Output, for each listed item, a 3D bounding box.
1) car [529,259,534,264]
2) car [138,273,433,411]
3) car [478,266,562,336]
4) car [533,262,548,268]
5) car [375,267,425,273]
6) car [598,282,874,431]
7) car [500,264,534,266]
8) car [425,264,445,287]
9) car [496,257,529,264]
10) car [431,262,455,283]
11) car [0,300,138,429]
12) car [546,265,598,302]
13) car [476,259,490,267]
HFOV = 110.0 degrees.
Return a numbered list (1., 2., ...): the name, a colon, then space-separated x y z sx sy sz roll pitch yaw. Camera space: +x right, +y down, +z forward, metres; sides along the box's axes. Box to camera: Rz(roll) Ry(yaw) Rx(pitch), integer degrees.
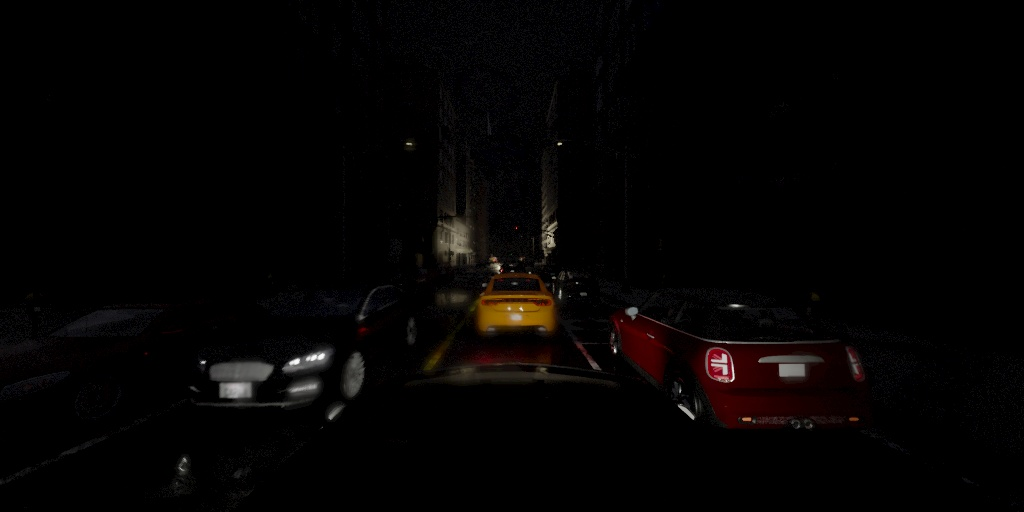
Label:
1. car: 3.013 1.232 64.693 1.967 1.591 4.097 0 0 0
2. car: -3.090 1.241 6.467 2.128 1.511 4.902 0 0 0
3. car: 0.114 1.228 10.487 1.882 1.535 5.008 0 0 0
4. car: 2.907 1.319 27.604 1.948 1.339 4.313 0 0 0
5. car: -5.640 1.317 16.618 1.948 1.339 4.313 0 0 0
6. car: 2.864 1.190 5.599 1.967 1.591 4.097 0 0 0
7. car: 0.135 1.315 19.475 1.994 1.385 4.181 0 0 0
8. car: -5.630 1.334 22.119 1.802 1.307 4.207 0 0 0
9. car: 0.081 1.105 28.207 2.097 1.767 4.553 0 0 1
10. car: -5.619 1.193 27.621 1.967 1.591 4.097 0 0 0
11. car: -5.661 1.332 5.616 1.802 1.307 4.207 0 0 0
12. car: 2.885 1.301 16.601 2.007 1.370 4.403 0 0 0
13. car: -5.512 1.375 64.722 1.802 1.307 4.207 0 0 0
